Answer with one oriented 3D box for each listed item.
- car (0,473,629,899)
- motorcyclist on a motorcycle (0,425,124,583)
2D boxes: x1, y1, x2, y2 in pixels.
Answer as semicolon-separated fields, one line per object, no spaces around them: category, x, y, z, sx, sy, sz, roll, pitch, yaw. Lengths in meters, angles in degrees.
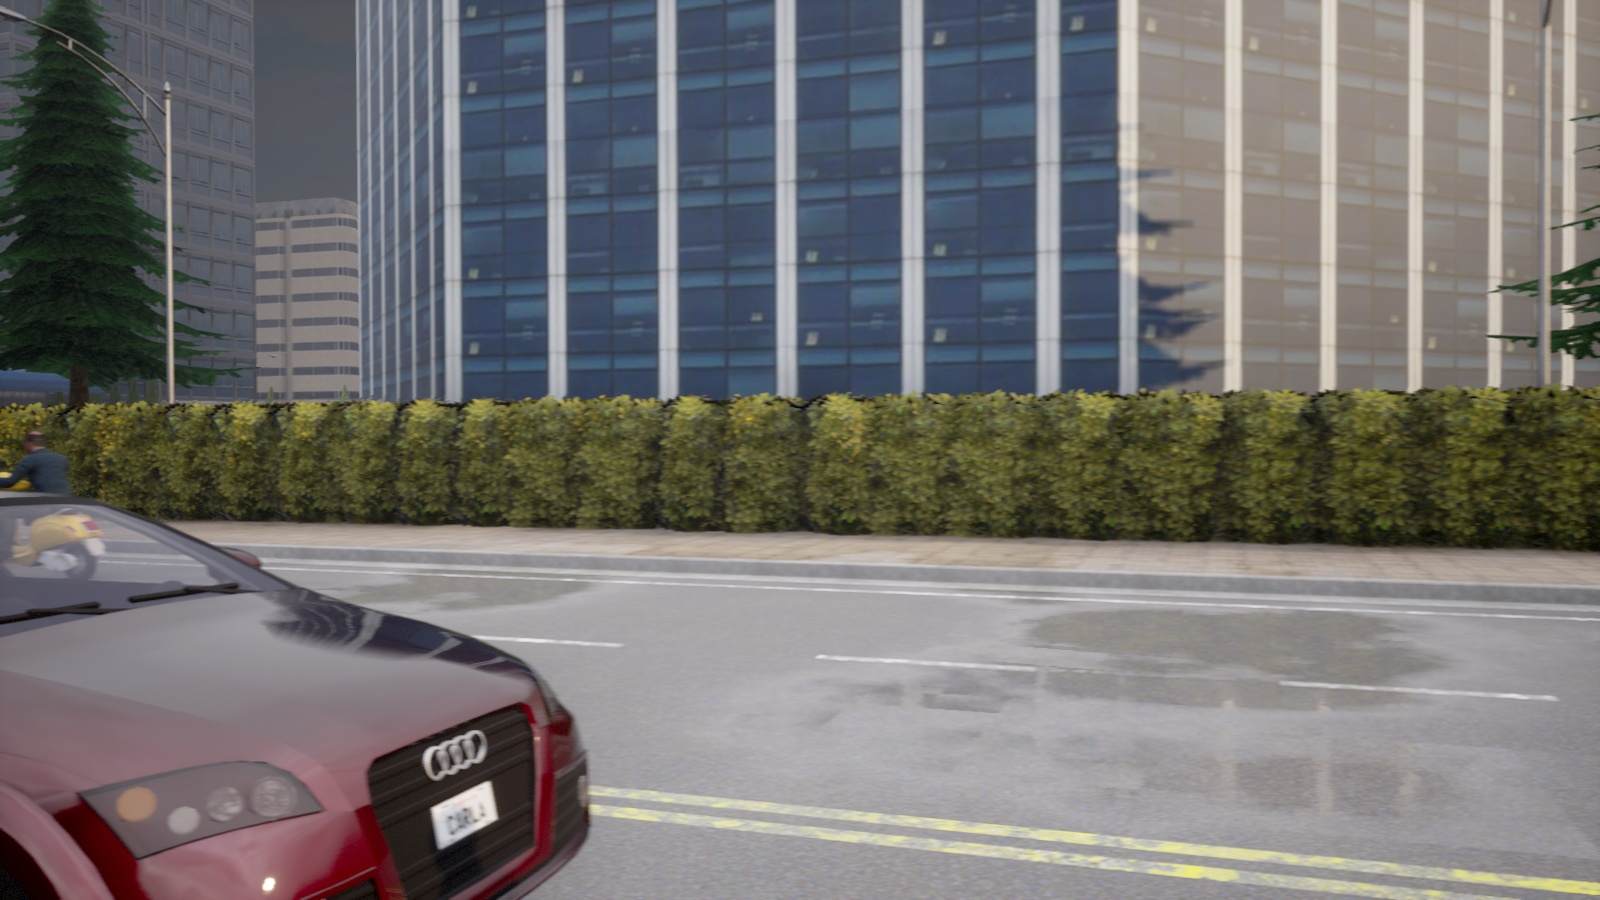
car;-2.906;0.813;4.171;4.181;1.385;1.994;1;1;19
motorcyclist on a motorcycle;-8.264;0.535;13.357;1.817;1.590;0.866;1;1;19
